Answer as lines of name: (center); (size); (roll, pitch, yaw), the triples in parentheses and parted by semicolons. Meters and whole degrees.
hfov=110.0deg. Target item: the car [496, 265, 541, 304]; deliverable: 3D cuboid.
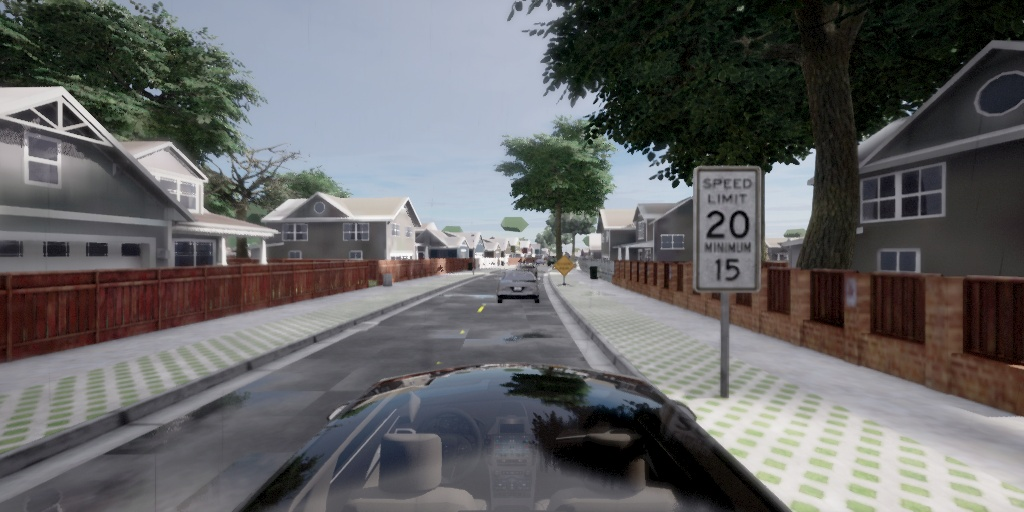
car: (0.334, 1.310, 16.422); (2.033, 1.411, 5.357); (0, 0, 3)

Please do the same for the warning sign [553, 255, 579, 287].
warning sign: (3.117, 0.862, 21.407); (1.300, 1.860, 1.060); (0, 0, 3)

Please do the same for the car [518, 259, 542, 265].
car: (1.337, 1.245, 31.326); (2.128, 1.511, 4.902); (0, 0, 5)
